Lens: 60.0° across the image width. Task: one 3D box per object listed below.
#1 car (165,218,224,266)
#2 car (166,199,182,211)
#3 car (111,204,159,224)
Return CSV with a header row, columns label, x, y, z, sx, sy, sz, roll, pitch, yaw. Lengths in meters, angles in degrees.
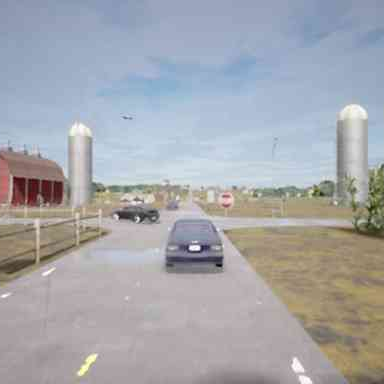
label,x,y,z,sx,sy,sz,roll,pitch,yaw
car,0.071,1.639,11.831,2.033,1.411,5.357,0,-1,0
car,-2.956,2.135,52.419,1.837,1.490,4.892,0,-1,0
car,-4.897,1.809,28.305,4.892,1.490,1.837,0,-2,41
